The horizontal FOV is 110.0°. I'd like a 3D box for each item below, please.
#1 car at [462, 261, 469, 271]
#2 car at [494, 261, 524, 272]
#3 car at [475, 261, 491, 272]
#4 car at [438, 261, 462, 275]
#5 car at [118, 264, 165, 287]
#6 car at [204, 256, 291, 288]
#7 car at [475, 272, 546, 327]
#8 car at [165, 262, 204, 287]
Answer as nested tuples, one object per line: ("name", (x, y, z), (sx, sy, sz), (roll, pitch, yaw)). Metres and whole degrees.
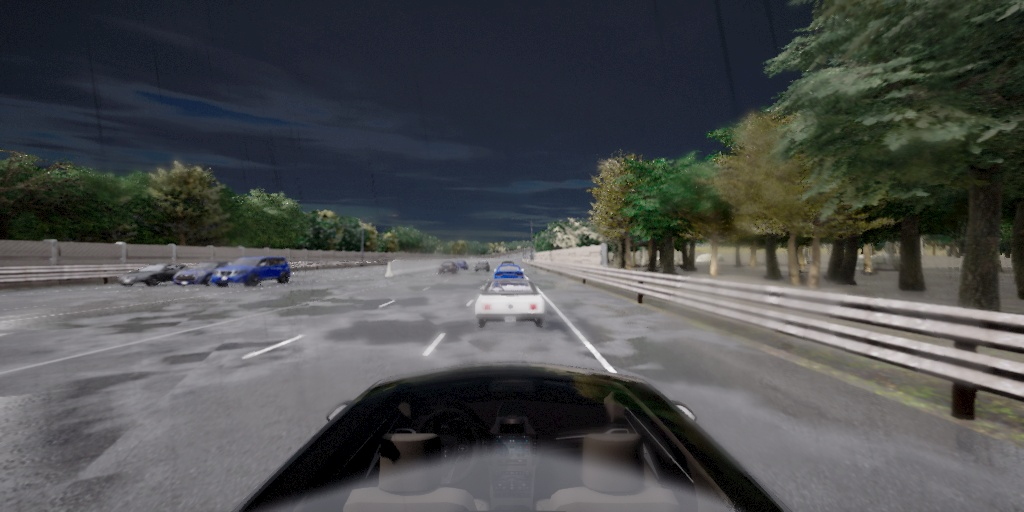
("car", (-7.631, 1.441, 53.999), (1.812, 1.442, 4.674), (0, 0, 0))
("car", (-0.200, 1.296, 24.050), (1.882, 1.535, 5.008), (0, 0, -1))
("car", (-4.066, 1.396, 50.227), (2.128, 1.511, 4.902), (0, 0, -1))
("car", (-7.414, 1.403, 42.223), (1.812, 1.442, 4.674), (0, 0, -1))
("car", (-24.795, 1.264, 25.369), (1.812, 1.442, 4.674), (-1, 2, -1))
("car", (-17.784, 1.042, 24.882), (2.150, 2.045, 5.566), (0, 0, -1))
("car", (-0.052, 1.379, 11.621), (1.895, 1.301, 4.718), (0, 0, 0))
("car", (-21.295, 1.174, 25.509), (2.097, 1.767, 4.553), (0, 0, -1))
